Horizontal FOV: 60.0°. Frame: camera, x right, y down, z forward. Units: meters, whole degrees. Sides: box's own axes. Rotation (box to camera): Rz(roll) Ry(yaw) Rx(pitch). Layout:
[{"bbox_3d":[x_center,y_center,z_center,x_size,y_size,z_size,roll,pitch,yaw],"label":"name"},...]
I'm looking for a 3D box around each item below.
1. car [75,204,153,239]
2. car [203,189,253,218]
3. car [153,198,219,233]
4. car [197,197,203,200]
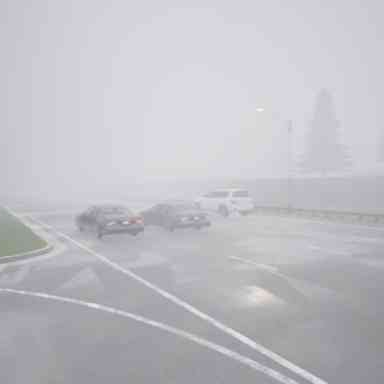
[{"bbox_3d":[-4.092,1.297,15.896,2.033,1.411,5.357,-1,1,-33],"label":"car"},{"bbox_3d":[2.260,0.794,25.452,2.150,2.045,5.566,-1,1,-33],"label":"car"},{"bbox_3d":[-1.132,1.257,17.764,2.033,1.411,5.357,-1,1,-33],"label":"car"},{"bbox_3d":[-1.353,1.162,24.614,1.994,1.385,4.181,-1,1,-33],"label":"car"}]
